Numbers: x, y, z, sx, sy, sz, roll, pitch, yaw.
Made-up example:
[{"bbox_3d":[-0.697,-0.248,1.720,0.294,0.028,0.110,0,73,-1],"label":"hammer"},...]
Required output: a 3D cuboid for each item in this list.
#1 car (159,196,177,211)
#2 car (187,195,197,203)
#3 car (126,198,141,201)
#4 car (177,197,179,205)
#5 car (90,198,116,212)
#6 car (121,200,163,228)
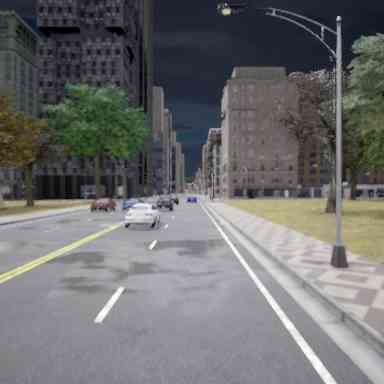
[{"bbox_3d":[-3.157,1.410,39.250,1.837,1.490,4.892,0,0,0],"label":"car"},{"bbox_3d":[0.035,1.356,65.124,1.882,1.535,5.008,0,0,0],"label":"car"},{"bbox_3d":[-6.507,1.434,36.961,1.882,1.535,5.008,0,0,0],"label":"car"},{"bbox_3d":[-3.160,1.363,56.638,1.882,1.535,5.008,0,0,0],"label":"car"},{"bbox_3d":[-9.757,1.397,36.855,1.882,1.535,5.008,0,0,0],"label":"car"},{"bbox_3d":[-3.153,1.469,21.737,1.812,1.442,4.674,0,0,0],"label":"car"}]
